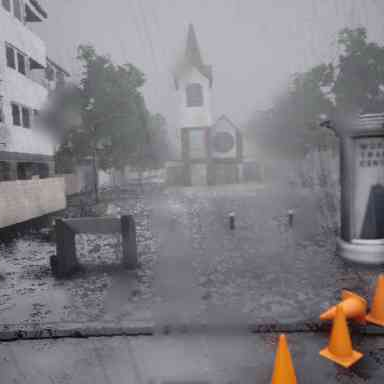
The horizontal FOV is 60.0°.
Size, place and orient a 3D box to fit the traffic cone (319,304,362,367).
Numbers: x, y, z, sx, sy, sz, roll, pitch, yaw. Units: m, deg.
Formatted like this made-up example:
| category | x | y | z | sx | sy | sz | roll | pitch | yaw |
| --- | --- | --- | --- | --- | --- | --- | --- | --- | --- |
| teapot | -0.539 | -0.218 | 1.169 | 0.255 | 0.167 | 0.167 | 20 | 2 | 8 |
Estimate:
| category | x | y | z | sx | sy | sz | roll | pitch | yaw |
| --- | --- | --- | --- | --- | --- | --- | --- | --- | --- |
| traffic cone | 1.676 | 1.567 | 3.770 | 0.340 | 0.580 | 0.340 | -6 | 6 | -36 |

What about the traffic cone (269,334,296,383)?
| category | x | y | z | sx | sy | sz | roll | pitch | yaw |
| --- | --- | --- | --- | --- | --- | --- | --- | --- | --- |
| traffic cone | 0.871 | 1.650 | 3.183 | 0.340 | 0.580 | 0.340 | -6 | 5 | -36 |

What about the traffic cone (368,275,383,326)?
| category | x | y | z | sx | sy | sz | roll | pitch | yaw |
| --- | --- | --- | --- | --- | --- | --- | --- | --- | --- |
| traffic cone | 2.473 | 1.384 | 4.356 | 0.340 | 0.580 | 0.340 | -6 | 5 | -36 |

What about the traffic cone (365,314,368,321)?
| category | x | y | z | sx | sy | sz | roll | pitch | yaw |
| --- | --- | --- | --- | --- | --- | --- | --- | --- | --- |
| traffic cone | 1.870 | 1.542 | 4.270 | 0.580 | 0.340 | 0.340 | -6 | 8 | -23 |
